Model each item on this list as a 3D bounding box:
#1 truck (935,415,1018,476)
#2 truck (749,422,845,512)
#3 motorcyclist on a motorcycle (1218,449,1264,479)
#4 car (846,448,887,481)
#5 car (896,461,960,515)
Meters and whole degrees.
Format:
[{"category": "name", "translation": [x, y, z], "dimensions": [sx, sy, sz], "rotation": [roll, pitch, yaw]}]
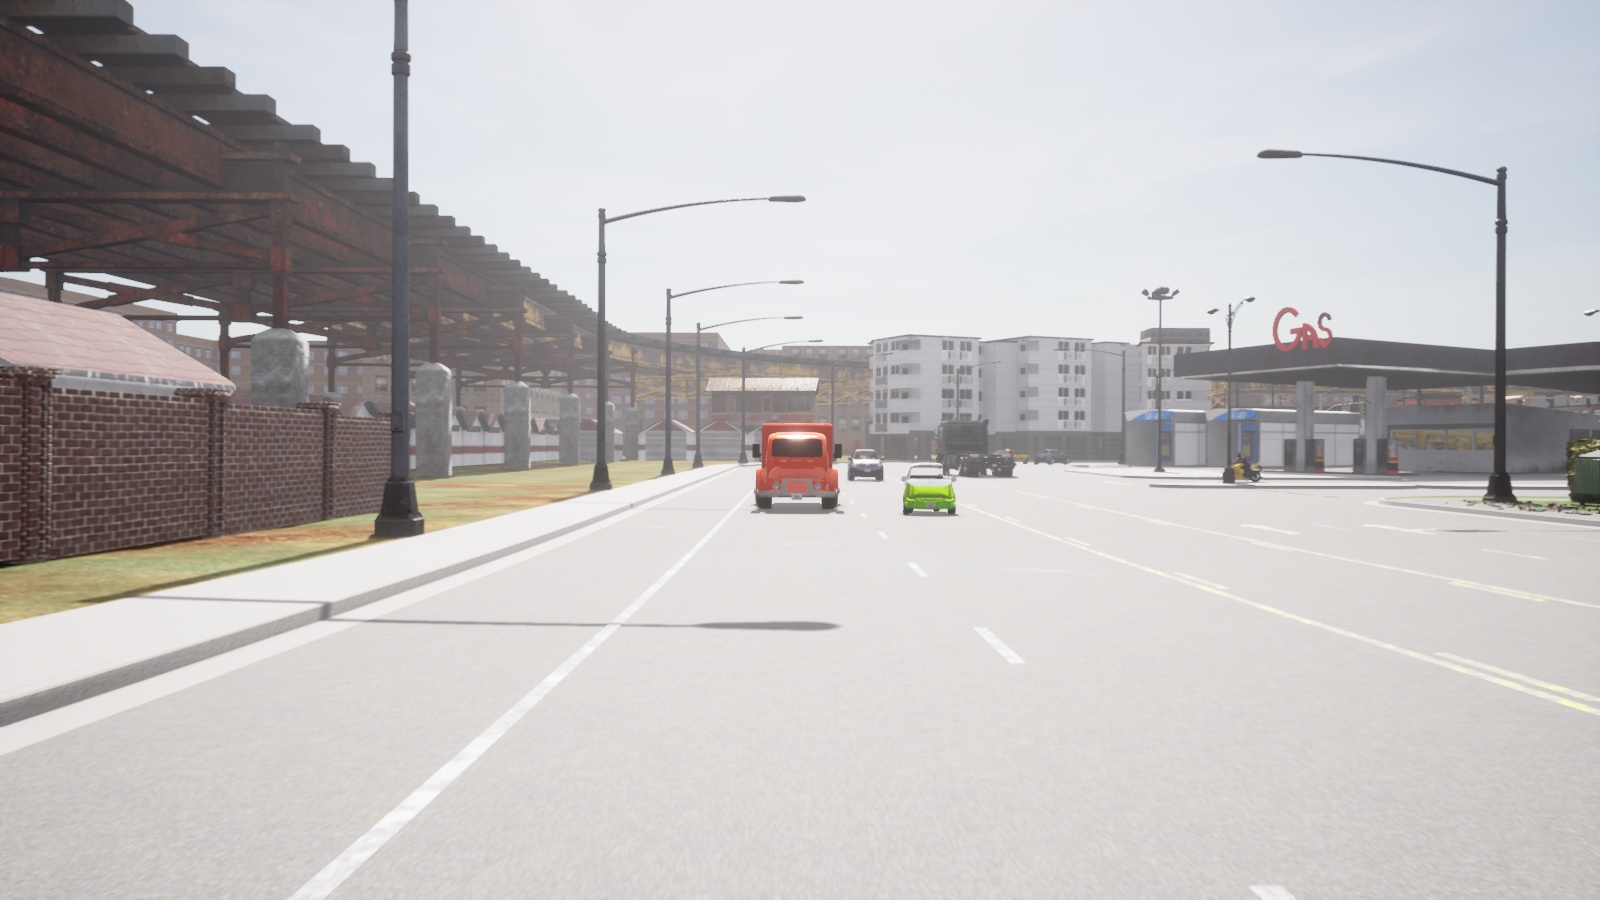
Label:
[{"category": "truck", "translation": [10.484, -0.263, 75.445], "dimensions": [2.891, 3.462, 7.936], "rotation": [0, 0, -8]}, {"category": "truck", "translation": [-0.086, 0.451, 37.188], "dimensions": [2.627, 2.467, 5.204], "rotation": [0, 0, 0]}, {"category": "motorcyclist on a motorcycle", "translation": [22.402, 0.707, 63.812], "dimensions": [2.044, 1.523, 0.797], "rotation": [-1, 0, 0]}, {"category": "car", "translation": [3.355, 0.698, 63.980], "dimensions": [1.851, 1.617, 3.988], "rotation": [0, 0, 0]}, {"category": "car", "translation": [3.424, 0.994, 33.888], "dimensions": [1.481, 1.376, 2.207], "rotation": [0, 0, 0]}]
